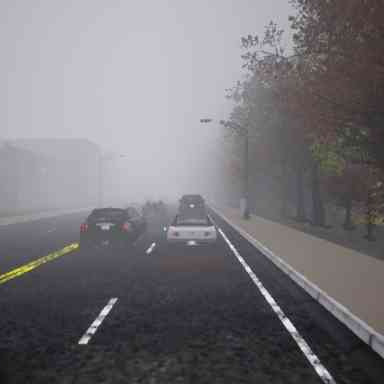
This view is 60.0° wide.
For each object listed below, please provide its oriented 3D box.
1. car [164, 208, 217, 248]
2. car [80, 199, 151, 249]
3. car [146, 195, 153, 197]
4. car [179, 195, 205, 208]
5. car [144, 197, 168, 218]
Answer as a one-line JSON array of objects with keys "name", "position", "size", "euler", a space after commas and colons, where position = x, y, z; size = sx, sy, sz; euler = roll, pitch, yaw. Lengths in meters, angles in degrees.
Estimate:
[{"name": "car", "position": [0.000, 1.611, 14.681], "size": [1.895, 1.301, 4.718], "euler": [0, 0, 0]}, {"name": "car", "position": [-3.249, 1.360, 14.621], "size": [2.097, 1.767, 4.553], "euler": [0, 0, 0]}, {"name": "car", "position": [-9.750, 1.481, 75.927], "size": [2.033, 1.411, 5.357], "euler": [0, 0, 0]}, {"name": "car", "position": [0.000, 1.250, 29.681], "size": [2.150, 2.045, 5.566], "euler": [0, 0, 0]}, {"name": "car", "position": [-3.250, 1.487, 29.651], "size": [2.128, 1.511, 4.902], "euler": [0, 0, 0]}]
